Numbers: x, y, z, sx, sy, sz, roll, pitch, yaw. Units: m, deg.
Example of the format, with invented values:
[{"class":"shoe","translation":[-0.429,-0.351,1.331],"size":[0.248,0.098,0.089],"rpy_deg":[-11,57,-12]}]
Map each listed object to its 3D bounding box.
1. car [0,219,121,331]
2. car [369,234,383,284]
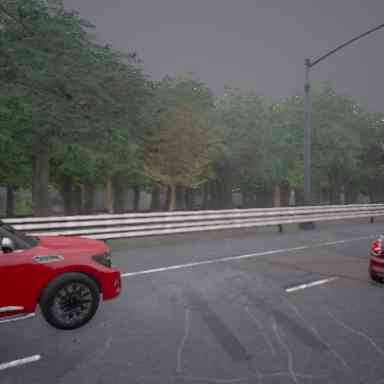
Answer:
[{"class":"car","translation":[-3.962,1.220,5.219],"size":[5.566,2.045,2.150],"rpy_deg":[0,0,-35]},{"class":"car","translation":[6.477,1.357,8.365],"size":[4.553,1.767,2.097],"rpy_deg":[0,0,-36]}]
